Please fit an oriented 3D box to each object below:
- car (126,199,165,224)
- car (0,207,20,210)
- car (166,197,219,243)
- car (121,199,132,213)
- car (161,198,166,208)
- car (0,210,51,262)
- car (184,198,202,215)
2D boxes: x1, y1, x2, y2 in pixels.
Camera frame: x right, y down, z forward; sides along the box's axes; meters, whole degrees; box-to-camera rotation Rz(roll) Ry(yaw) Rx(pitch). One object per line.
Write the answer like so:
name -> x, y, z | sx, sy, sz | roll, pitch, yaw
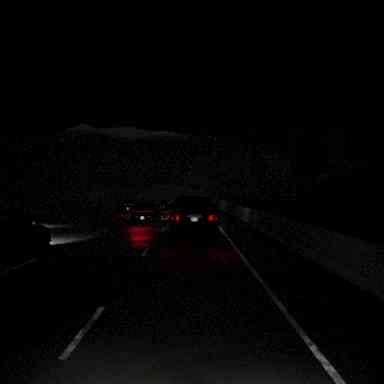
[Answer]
car -> -3.400, 1.523, 25.212 | 1.837, 1.490, 4.892 | 0, 0, 0
car -> -10.399, 1.540, 18.528 | 1.812, 1.442, 4.674 | 0, 0, 0
car -> 0.100, 1.233, 16.411 | 2.150, 2.045, 5.566 | 0, 0, 0
car -> -6.899, 1.533, 38.181 | 1.837, 1.490, 4.892 | 0, 0, 0
car -> -3.399, 1.520, 42.540 | 2.128, 1.511, 4.902 | 0, 0, 0
car -> -6.899, 1.573, 12.241 | 1.994, 1.385, 4.181 | 0, 0, 0
car -> 0.101, 1.504, 35.952 | 1.882, 1.535, 5.008 | 0, 0, 0
